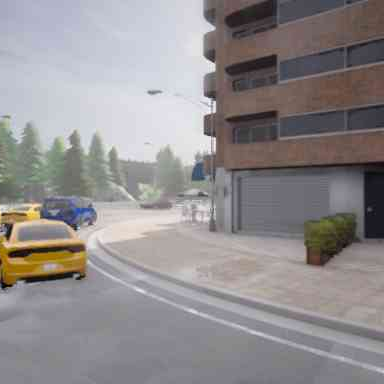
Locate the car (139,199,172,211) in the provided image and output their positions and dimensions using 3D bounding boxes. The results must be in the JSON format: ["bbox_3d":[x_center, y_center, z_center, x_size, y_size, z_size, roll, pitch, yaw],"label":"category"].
[{"bbox_3d":[-4.849,1.766,47.092,1.882,1.535,5.008,0,-1,35],"label":"car"}]

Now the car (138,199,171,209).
[{"bbox_3d":[-5.800,1.866,51.862,2.033,1.411,5.357,0,0,35],"label":"car"}]

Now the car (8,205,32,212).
[{"bbox_3d":[-11.295,1.631,23.567,1.882,1.535,5.008,0,0,3],"label":"car"}]

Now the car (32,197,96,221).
[{"bbox_3d":[-7.960,1.362,21.748,2.150,2.045,5.566,0,0,-1],"label":"car"}]

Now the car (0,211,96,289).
[{"bbox_3d":[-4.432,1.541,9.608,1.882,1.535,5.008,0,0,-31],"label":"car"}]
